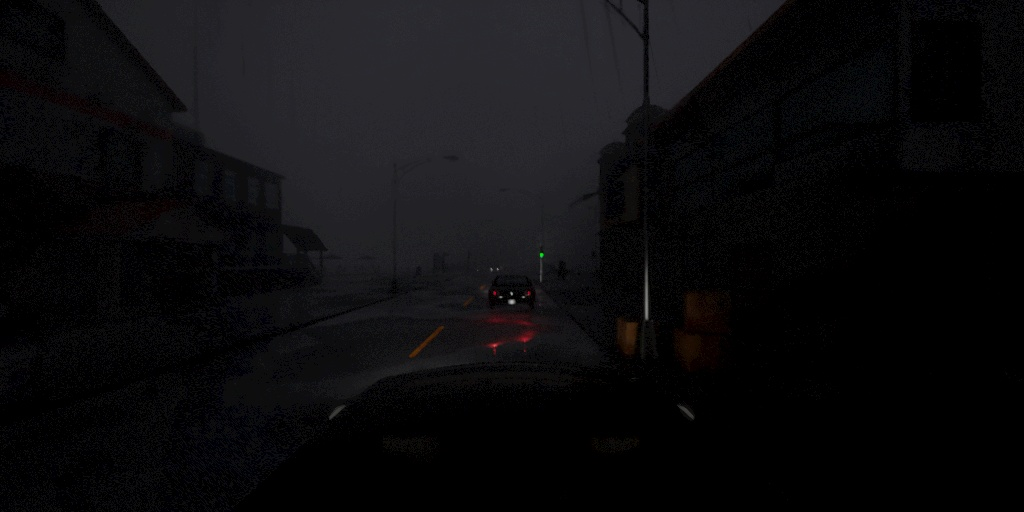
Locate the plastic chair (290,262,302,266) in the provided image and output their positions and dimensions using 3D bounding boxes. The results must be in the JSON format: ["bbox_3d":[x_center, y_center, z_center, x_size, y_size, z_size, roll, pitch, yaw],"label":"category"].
[{"bbox_3d":[-25.718,1.666,42.608,0.730,1.272,0.750,0,0,0],"label":"plastic chair"}]

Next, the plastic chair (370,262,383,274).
[{"bbox_3d":[-17.920,1.710,47.310,0.730,1.272,0.750,0,0,0],"label":"plastic chair"}]

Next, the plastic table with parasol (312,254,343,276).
[{"bbox_3d":[-19.938,1.033,39.630,2.482,2.480,2.482,0,0,0],"label":"plastic table with parasol"}]

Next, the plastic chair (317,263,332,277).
[{"bbox_3d":[-20.017,1.625,38.310,0.750,1.272,0.730,0,0,0],"label":"plastic chair"}]

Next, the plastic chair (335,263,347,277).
[{"bbox_3d":[-18.717,1.636,39.510,0.730,1.272,0.750,0,0,0],"label":"plastic chair"}]

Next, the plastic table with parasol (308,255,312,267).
[{"bbox_3d":[-27.820,1.121,48.857,2.482,2.480,2.482,0,0,0],"label":"plastic table with parasol"}]

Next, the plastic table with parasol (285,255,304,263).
[{"bbox_3d":[-26.918,1.062,42.657,2.482,2.480,2.482,0,0,0],"label":"plastic table with parasol"}]

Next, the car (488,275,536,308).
[{"bbox_3d":[-0.005,1.485,15.958,1.895,1.301,4.718,0,-1,0],"label":"car"}]

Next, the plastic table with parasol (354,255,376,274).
[{"bbox_3d":[-19.190,1.107,47.449,2.482,2.480,2.482,0,0,0],"label":"plastic table with parasol"}]

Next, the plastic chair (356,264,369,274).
[{"bbox_3d":[-19.219,1.699,46.110,0.750,1.272,0.730,0,0,0],"label":"plastic chair"}]
